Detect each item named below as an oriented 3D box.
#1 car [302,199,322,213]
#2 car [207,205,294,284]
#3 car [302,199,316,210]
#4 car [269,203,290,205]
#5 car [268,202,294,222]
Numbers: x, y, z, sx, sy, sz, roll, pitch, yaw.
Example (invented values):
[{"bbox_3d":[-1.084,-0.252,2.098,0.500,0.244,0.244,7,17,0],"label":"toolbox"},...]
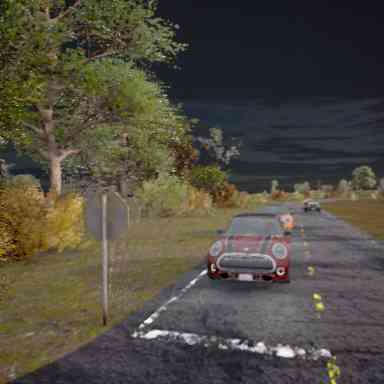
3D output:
[{"bbox_3d":[14.807,1.817,40.887,1.812,1.442,4.674,-1,-1,17],"label":"car"},{"bbox_3d":[1.925,1.453,10.060,2.097,1.767,4.553,-1,-1,17],"label":"car"},{"bbox_3d":[18.118,1.848,51.580,1.882,1.535,5.008,-1,-1,17],"label":"car"},{"bbox_3d":[4.823,1.524,19.428,2.097,1.767,4.553,-1,-1,17],"label":"car"},{"bbox_3d":[8.160,1.745,30.195,2.128,1.511,4.902,-1,-1,17],"label":"car"}]
